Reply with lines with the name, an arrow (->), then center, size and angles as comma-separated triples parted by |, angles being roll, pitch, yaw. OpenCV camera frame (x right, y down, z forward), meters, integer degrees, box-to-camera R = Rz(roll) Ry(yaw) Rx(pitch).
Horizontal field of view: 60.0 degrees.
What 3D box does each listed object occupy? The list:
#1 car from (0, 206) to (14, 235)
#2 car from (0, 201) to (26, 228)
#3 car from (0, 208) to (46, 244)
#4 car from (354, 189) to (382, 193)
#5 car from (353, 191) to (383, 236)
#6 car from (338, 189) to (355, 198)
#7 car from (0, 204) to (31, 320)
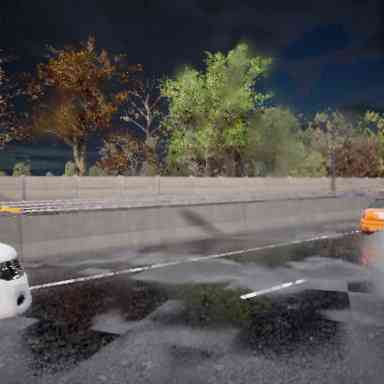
car -> -11.695, 1.549, 17.142 | 4.181, 1.385, 1.994 | -2, 1, -35
car -> -13.121, 1.444, 20.419 | 5.008, 1.535, 1.882 | -2, 1, -35
car -> -8.964, 1.530, 14.788 | 4.181, 1.385, 1.994 | -2, 1, -35
car -> 22.907, 0.509, 41.624 | 5.008, 1.535, 1.882 | -2, 1, -35
car -> 9.495, 0.980, 14.746 | 4.553, 1.767, 2.097 | -2, 1, -35
car -> 21.749, 0.357, 45.084 | 4.553, 1.767, 2.097 | -2, 1, -35
car -> -5.229, 1.263, 4.319 | 5.566, 2.045, 2.150 | -2, 1, -35
